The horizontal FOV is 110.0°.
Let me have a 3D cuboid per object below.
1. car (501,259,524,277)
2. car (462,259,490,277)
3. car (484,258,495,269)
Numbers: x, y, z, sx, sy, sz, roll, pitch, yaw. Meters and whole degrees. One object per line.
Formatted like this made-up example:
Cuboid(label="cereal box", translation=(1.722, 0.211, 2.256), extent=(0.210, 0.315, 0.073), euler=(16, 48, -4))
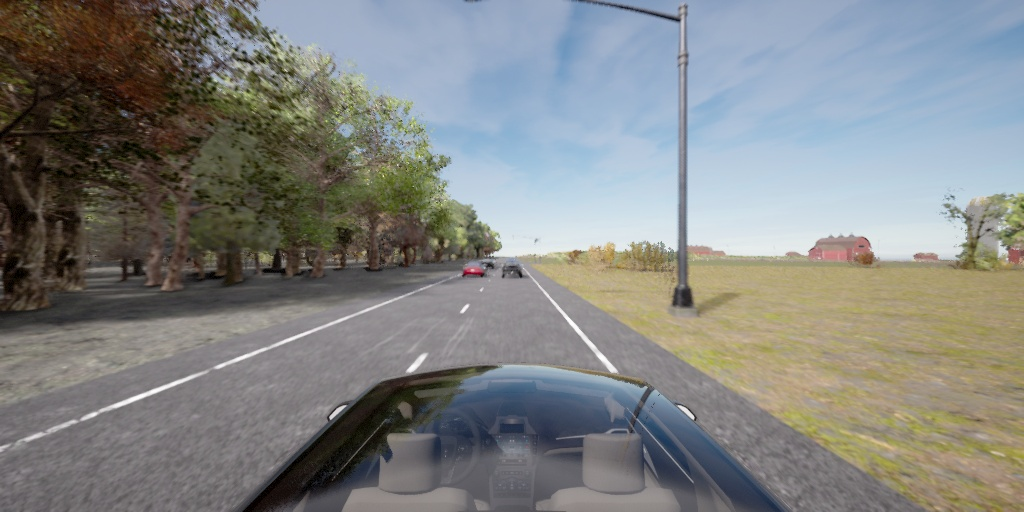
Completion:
Cuboid(label="car", translation=(0.027, 1.150, 33.261), extent=(1.837, 1.490, 4.892), euler=(0, 1, 1))
Cuboid(label="car", translation=(-3.465, 1.205, 33.816), extent=(1.994, 1.385, 4.181), euler=(0, 0, 0))
Cuboid(label="car", translation=(-3.430, 1.053, 50.991), extent=(1.882, 1.535, 5.008), euler=(0, 1, 0))
